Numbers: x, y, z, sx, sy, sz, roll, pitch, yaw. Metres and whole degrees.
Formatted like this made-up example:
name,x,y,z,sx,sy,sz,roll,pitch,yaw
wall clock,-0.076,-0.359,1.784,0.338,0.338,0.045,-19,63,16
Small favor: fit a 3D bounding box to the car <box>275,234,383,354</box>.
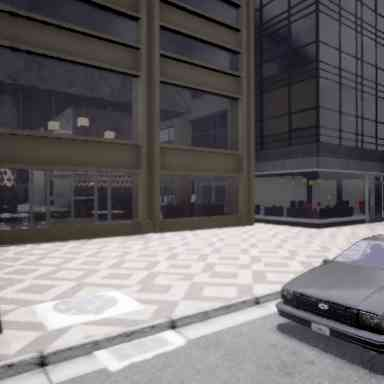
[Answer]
name,x,y,z,sx,sy,sz,roll,pitch,yaw
car,3.981,1.549,6.274,5.357,1.411,2.033,0,0,-36
